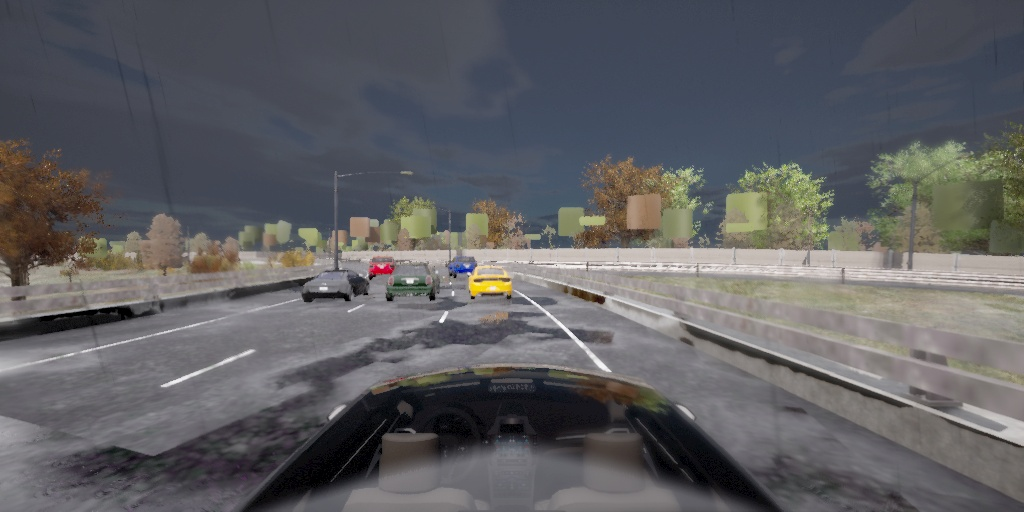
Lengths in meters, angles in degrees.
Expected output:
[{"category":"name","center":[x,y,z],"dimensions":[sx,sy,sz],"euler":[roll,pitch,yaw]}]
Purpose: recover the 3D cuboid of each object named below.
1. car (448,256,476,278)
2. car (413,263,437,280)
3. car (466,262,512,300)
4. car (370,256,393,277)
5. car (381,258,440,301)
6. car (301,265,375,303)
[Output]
[{"category":"car","center":[-4.653,1.006,33.755],"dimensions":[2.150,2.045,5.566],"euler":[0,0,-16]},{"category":"car","center":[-8.010,1.364,32.767],"dimensions":[1.895,1.301,4.718],"euler":[0,0,-16]},{"category":"car","center":[-1.180,1.233,17.868],"dimensions":[1.882,1.535,5.008],"euler":[0,0,-8]},{"category":"car","center":[-11.368,1.006,31.779],"dimensions":[2.150,2.045,5.566],"euler":[0,0,-16]},{"category":"car","center":[-4.639,1.114,17.337],"dimensions":[2.097,1.767,4.553],"euler":[0,0,-8]},{"category":"car","center":[-8.107,1.320,16.865],"dimensions":[1.994,1.385,4.181],"euler":[0,0,-8]}]
